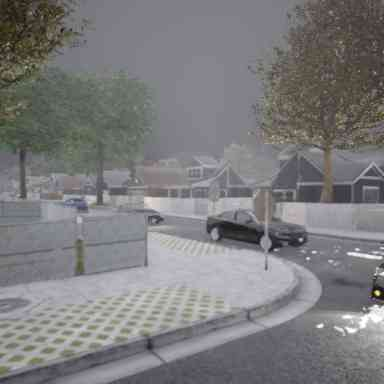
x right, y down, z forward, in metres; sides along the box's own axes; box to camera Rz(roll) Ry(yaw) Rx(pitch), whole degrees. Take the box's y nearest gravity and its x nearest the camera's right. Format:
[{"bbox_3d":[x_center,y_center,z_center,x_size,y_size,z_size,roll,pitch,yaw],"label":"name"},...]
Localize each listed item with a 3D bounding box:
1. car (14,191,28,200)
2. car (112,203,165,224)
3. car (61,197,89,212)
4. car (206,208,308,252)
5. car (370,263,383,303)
[{"bbox_3d":[-40.983,1.209,80.564,2.128,1.511,4.902,0,0,-36],"label":"car"},{"bbox_3d":[-4.042,1.514,23.862,2.033,1.411,5.357,0,0,-36],"label":"car"},{"bbox_3d":[-12.713,1.371,36.054,1.882,1.535,5.008,0,0,-35],"label":"car"},{"bbox_3d":[2.644,1.503,14.500,1.882,1.535,5.008,0,0,-35],"label":"car"},{"bbox_3d":[5.556,1.619,6.905,4.181,1.385,1.994,0,0,-35],"label":"car"}]
